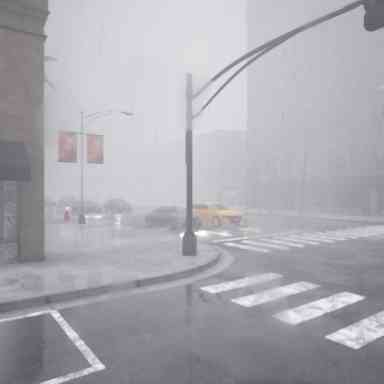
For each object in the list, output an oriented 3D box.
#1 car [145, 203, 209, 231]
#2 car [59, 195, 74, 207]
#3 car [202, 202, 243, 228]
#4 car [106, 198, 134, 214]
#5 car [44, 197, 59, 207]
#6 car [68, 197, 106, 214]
[{"bbox_3d":[-1.181,1.538,20.457,1.994,1.385,4.181,0,0,-36],"label":"car"},{"bbox_3d":[-18.686,1.332,50.465,2.097,1.767,4.553,0,0,-36],"label":"car"},{"bbox_3d":[1.327,1.446,22.538,1.882,1.535,5.008,0,0,-35],"label":"car"},{"bbox_3d":[-7.911,1.449,35.357,1.837,1.490,4.892,0,0,-36],"label":"car"},{"bbox_3d":[-21.304,1.493,48.540,1.812,1.442,4.674,0,0,-36],"label":"car"},{"bbox_3d":[-10.739,1.513,33.725,1.994,1.385,4.181,0,0,-36],"label":"car"}]
